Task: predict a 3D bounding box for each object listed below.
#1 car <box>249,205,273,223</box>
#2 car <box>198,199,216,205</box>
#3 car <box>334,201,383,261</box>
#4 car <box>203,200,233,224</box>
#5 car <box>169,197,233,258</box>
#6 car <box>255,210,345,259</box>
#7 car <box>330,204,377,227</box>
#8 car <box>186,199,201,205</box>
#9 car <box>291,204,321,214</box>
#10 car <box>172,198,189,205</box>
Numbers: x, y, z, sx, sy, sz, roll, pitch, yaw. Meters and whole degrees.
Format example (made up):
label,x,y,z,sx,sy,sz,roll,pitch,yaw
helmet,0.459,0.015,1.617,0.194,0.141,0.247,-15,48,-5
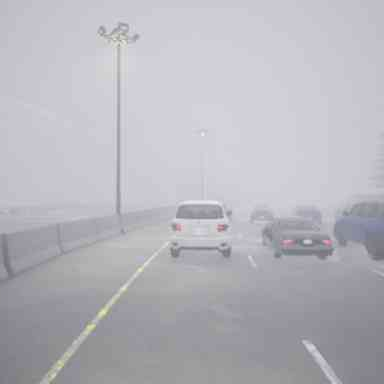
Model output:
label,x,y,z,sx,sy,sz,roll,pitch,yaw
car,5.772,1.798,27.674,1.812,1.442,4.674,0,0,10
car,3.448,2.275,76.237,2.033,1.411,5.357,0,-1,26
car,7.419,1.349,12.977,2.150,2.045,5.566,0,0,5
car,2.265,1.622,27.978,2.097,1.767,4.553,0,-1,10
car,0.440,1.348,13.522,2.150,2.045,5.566,0,0,5
car,3.928,1.679,13.227,2.033,1.411,5.357,0,-1,5
car,12.653,1.758,26.398,2.128,1.511,4.902,0,0,10
car,0.376,2.299,77.917,1.994,1.385,4.181,0,-1,26
car,9.240,1.748,27.168,1.882,1.535,5.008,0,0,10
car,-2.695,2.236,79.598,1.882,1.535,5.008,0,-1,26
